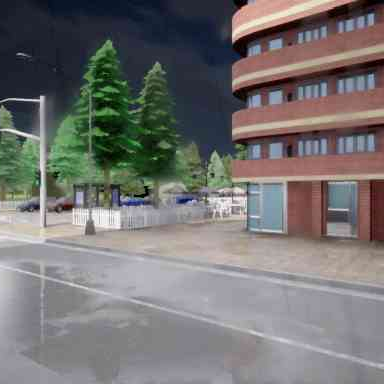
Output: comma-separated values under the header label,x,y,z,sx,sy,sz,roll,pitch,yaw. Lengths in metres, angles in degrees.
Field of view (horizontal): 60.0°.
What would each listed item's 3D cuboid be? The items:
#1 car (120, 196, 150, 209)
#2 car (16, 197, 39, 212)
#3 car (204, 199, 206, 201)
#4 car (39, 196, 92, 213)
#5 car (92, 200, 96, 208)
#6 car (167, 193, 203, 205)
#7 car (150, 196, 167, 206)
label,x,y,z,sx,sy,sz,roll,pitch,yaw
car,-8.237,1.422,43.557,1.882,1.535,5.008,0,0,37
car,-17.130,1.296,37.251,2.097,1.767,4.553,0,0,35
car,0.474,1.508,57.901,4.181,1.385,1.994,0,0,-37
car,-13.645,1.296,36.113,2.097,1.767,4.553,0,0,36
car,-12.095,1.508,44.222,1.994,1.385,4.181,0,0,35
car,-1.415,1.166,51.748,5.566,2.045,2.150,0,0,-44
car,-6.673,1.449,51.037,1.837,1.490,4.892,0,0,41
